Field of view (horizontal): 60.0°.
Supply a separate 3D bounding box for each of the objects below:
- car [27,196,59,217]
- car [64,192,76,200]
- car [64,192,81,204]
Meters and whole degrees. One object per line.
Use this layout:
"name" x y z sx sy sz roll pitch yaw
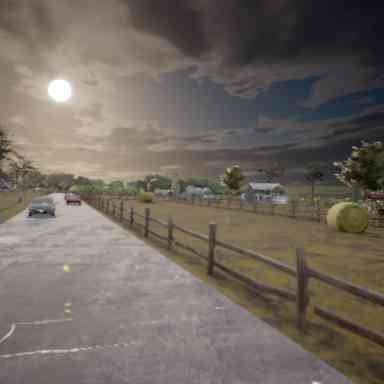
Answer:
"car" -11.554 1.080 25.840 1.837 1.490 4.892 3 0 -21
"car" -23.504 0.772 64.052 2.033 1.411 5.357 3 0 -21
"car" -17.223 0.988 48.322 1.994 1.385 4.181 3 0 -21
